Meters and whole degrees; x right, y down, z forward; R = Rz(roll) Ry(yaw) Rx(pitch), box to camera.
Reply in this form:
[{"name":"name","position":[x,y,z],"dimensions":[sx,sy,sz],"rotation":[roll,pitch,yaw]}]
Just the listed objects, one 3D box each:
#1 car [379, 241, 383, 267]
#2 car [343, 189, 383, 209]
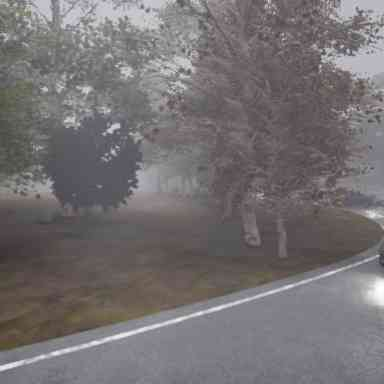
[{"name":"car","position":[7.332,1.448,10.123],"dimensions":[4.674,1.442,1.812],"rotation":[-2,1,-43]},{"name":"car","position":[15.261,0.570,29.357],"dimensions":[1.837,1.490,4.892],"rotation":[-3,2,-5]}]
